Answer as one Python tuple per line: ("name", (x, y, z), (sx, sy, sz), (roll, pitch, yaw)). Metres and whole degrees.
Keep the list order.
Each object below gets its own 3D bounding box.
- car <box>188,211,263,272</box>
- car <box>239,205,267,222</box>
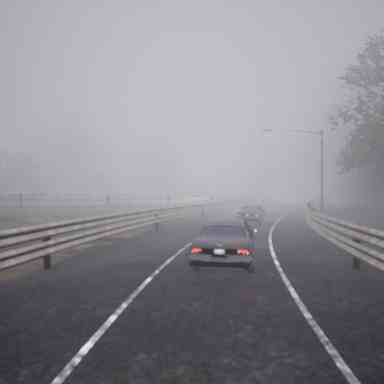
("car", (1.149, 1.586, 10.979), (2.033, 1.411, 5.357), (0, 0, 10))
("car", (4.589, 1.682, 25.254), (2.033, 1.411, 5.357), (0, 0, 18))
